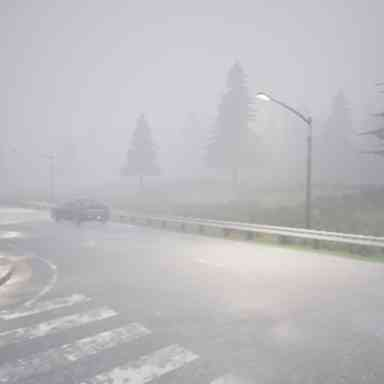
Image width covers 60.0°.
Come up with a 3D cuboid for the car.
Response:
[{"bbox_3d":[-6.861,1.177,20.278,2.128,1.511,4.902,0,1,-44],"label":"car"}]
